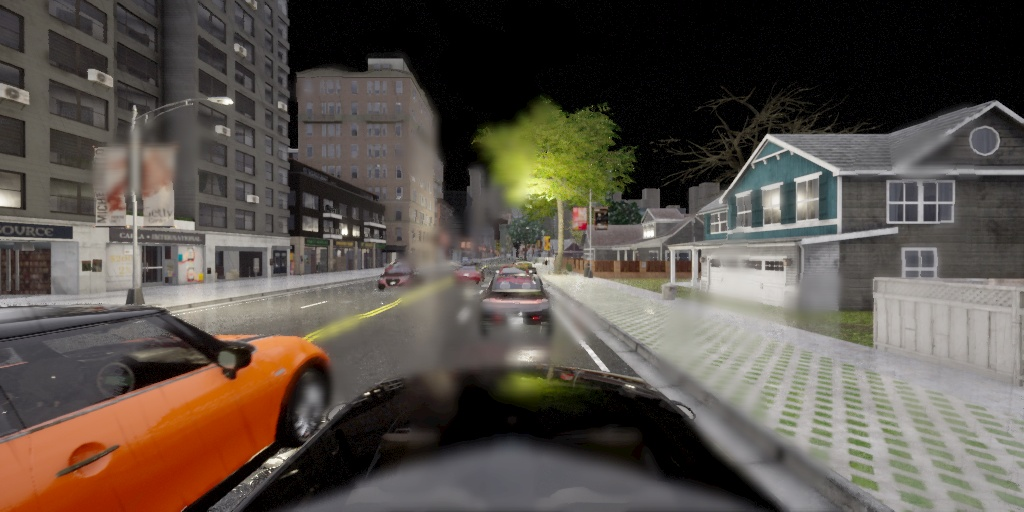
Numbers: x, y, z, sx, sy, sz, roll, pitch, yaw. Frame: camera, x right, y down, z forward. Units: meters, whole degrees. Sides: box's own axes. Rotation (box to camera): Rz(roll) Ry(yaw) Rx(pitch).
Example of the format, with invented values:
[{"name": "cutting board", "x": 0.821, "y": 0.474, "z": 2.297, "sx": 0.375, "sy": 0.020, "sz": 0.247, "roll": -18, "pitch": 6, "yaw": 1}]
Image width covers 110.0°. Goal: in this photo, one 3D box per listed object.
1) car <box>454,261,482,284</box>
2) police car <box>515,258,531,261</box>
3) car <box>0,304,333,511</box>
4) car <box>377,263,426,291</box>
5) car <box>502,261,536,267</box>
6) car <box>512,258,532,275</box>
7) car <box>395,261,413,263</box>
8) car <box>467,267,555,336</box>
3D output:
[{"name": "car", "x": -3.123, "y": 1.296, "z": 27.036, "sx": 1.994, "sy": 1.385, "sz": 4.181, "roll": 0, "pitch": 0, "yaw": 0}, {"name": "police car", "x": 1.005, "y": 1.155, "z": 29.608, "sx": 1.930, "sy": 1.638, "sz": 5.238, "roll": 0, "pitch": 0, "yaw": 0}, {"name": "car", "x": -3.148, "y": 1.103, "z": 2.373, "sx": 2.097, "sy": 1.767, "sz": 4.553, "roll": 0, "pitch": 0, "yaw": 0}, {"name": "car", "x": -6.578, "y": 1.303, "z": 21.779, "sx": 1.994, "sy": 1.385, "sz": 4.181, "roll": 0, "pitch": 0, "yaw": 0}, {"name": "car", "x": 0.120, "y": 1.219, "z": 19.879, "sx": 1.882, "sy": 1.535, "sz": 5.008, "roll": 0, "pitch": 0, "yaw": 0}, {"name": "car", "x": 1.015, "y": 1.068, "z": 39.468, "sx": 2.097, "sy": 1.767, "sz": 4.553, "roll": 0, "pitch": 0, "yaw": 0}, {"name": "car", "x": -9.817, "y": 1.204, "z": 32.315, "sx": 1.882, "sy": 1.535, "sz": 5.008, "roll": 0, "pitch": 0, "yaw": 0}, {"name": "car", "x": 0.112, "y": 1.239, "z": 10.375, "sx": 2.128, "sy": 1.511, "sz": 4.902, "roll": 0, "pitch": 0, "yaw": 0}]
